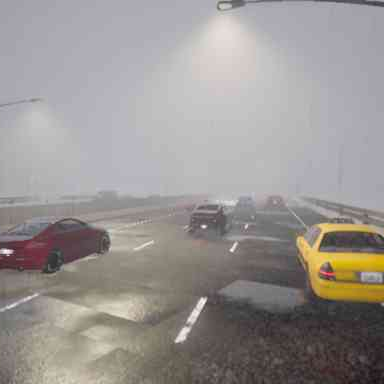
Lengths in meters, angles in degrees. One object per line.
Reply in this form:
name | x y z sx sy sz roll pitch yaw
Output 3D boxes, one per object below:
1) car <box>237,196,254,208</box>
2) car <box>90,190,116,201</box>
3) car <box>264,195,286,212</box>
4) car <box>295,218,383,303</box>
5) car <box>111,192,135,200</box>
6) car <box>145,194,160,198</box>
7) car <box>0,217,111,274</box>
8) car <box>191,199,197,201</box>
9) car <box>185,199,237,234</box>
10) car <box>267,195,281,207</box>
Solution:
car | 6.480 1.214 40.489 2.033 1.411 5.357 0 0 14
car | -13.044 0.761 49.766 2.150 2.045 5.566 0 0 14
car | 8.699 1.071 34.897 2.097 1.767 4.553 0 0 14
car | 3.588 1.391 8.099 1.801 1.575 5.366 0 1 13
car | -9.665 1.121 48.828 1.994 1.385 4.181 0 0 14
car | -5.859 1.087 49.647 1.812 1.442 4.674 0 0 14
car | -4.227 1.457 10.355 1.994 1.385 4.181 0 1 13
car | 0.814 1.321 31.985 1.895 1.301 4.718 0 0 14
car | 1.127 1.345 18.046 1.837 1.490 4.892 0 0 13
car | 11.214 1.169 45.321 1.812 1.442 4.674 0 0 15
